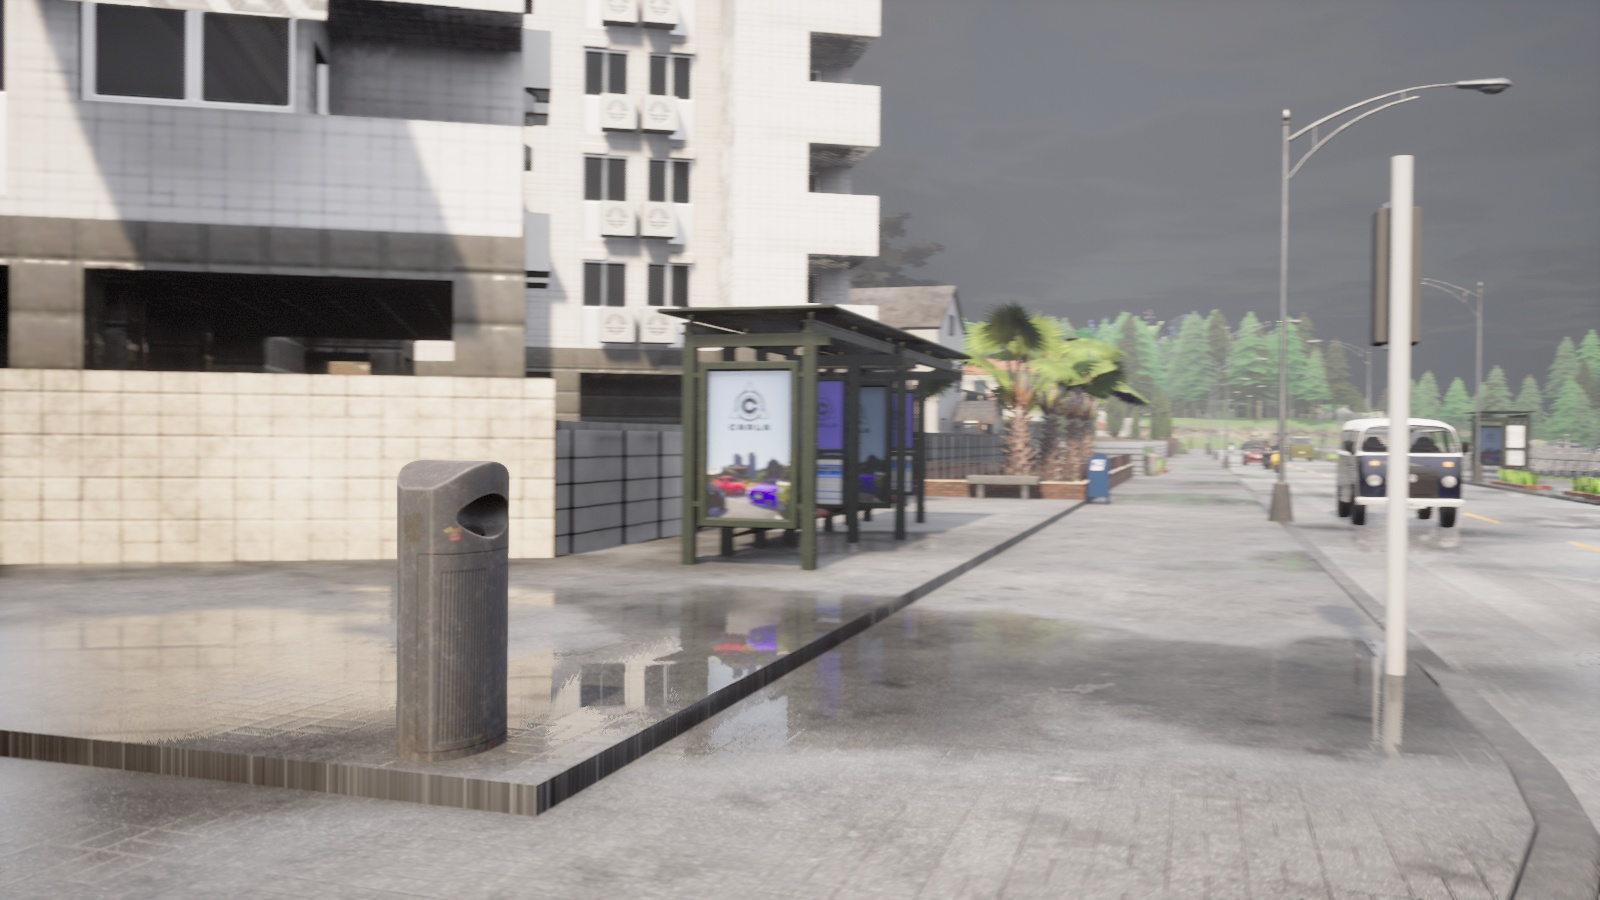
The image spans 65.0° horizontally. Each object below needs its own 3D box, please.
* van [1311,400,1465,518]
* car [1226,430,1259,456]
[{"bbox_3d":[11.213,0.136,24.281,2.069,2.038,4.480,-1,1,17],"label":"van"},{"bbox_3d":[28.610,-0.493,81.331,1.851,1.617,3.988,-1,1,17],"label":"car"}]
